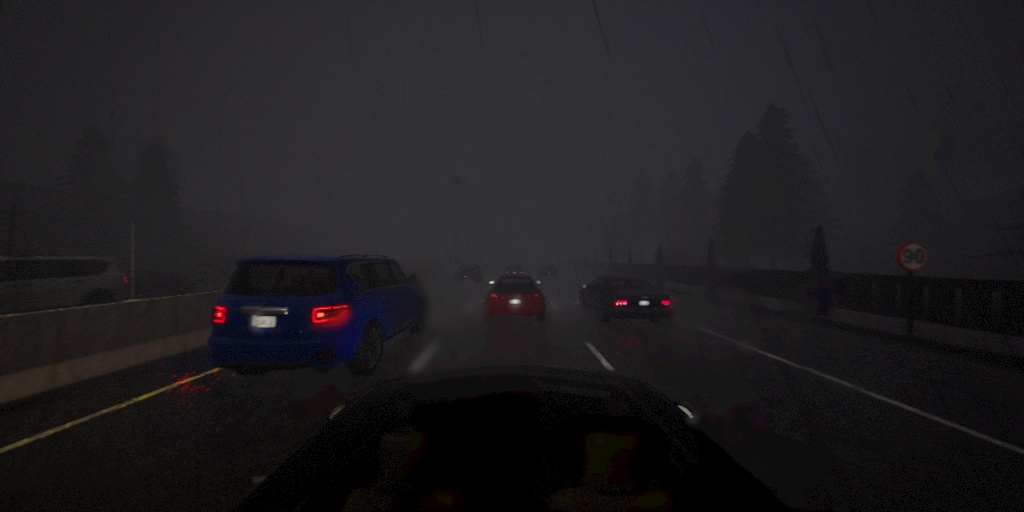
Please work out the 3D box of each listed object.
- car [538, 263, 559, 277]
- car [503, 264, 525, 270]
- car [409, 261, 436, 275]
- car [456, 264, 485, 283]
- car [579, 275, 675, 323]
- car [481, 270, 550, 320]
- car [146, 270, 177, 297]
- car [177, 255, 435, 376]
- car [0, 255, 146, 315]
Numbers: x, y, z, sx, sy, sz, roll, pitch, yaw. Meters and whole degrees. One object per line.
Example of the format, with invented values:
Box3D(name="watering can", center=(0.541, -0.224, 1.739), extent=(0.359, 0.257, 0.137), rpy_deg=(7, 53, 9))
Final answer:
Box3D(name="car", center=(3.721, 1.428, 37.094), extent=(1.812, 1.442, 4.674), rpy_deg=(0, 0, 0))
Box3D(name="car", center=(0.202, 1.426, 32.095), extent=(2.033, 1.411, 5.357), rpy_deg=(0, 0, 0))
Box3D(name="car", center=(-10.444, 1.391, 42.352), extent=(1.882, 1.535, 5.008), rpy_deg=(0, 0, 0))
Box3D(name="car", center=(-3.310, 1.354, 28.861), extent=(2.128, 1.511, 4.902), rpy_deg=(0, 0, 0))
Box3D(name="car", center=(3.628, 1.345, 12.322), extent=(2.033, 1.411, 5.357), rpy_deg=(0, 0, 0))
Box3D(name="car", center=(0.133, 1.362, 12.888), extent=(1.994, 1.385, 4.181), rpy_deg=(0, 0, 0))
Box3D(name="car", center=(-17.550, 1.364, 17.046), extent=(1.994, 1.385, 4.181), rpy_deg=(0, 0, 0))
Box3D(name="car", center=(-3.388, 0.995, 7.601), extent=(2.150, 2.045, 5.566), rpy_deg=(0, 0, 0))
Box3D(name="car", center=(-14.078, 0.994, 9.847), extent=(2.150, 2.045, 5.566), rpy_deg=(0, 0, 0))
